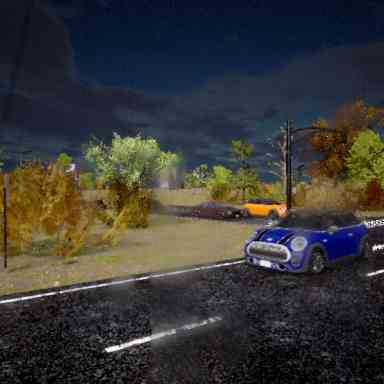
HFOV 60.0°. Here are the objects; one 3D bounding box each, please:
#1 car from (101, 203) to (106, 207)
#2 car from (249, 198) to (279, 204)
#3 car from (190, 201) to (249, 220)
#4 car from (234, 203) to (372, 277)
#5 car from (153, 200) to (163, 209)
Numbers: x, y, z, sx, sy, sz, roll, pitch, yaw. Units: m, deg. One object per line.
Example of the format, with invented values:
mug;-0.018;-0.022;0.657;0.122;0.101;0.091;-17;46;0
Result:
car;-11.483;1.477;46.160;2.128;1.511;4.902;0;0;-38
car;6.524;1.344;28.477;2.097;1.767;4.553;0;0;-38
car;2.029;1.556;28.937;2.033;1.411;5.357;0;0;-38
car;3.732;1.350;10.441;4.553;1.767;2.097;0;0;-39
car;-5.701;1.474;44.040;1.837;1.490;4.892;0;1;-38
